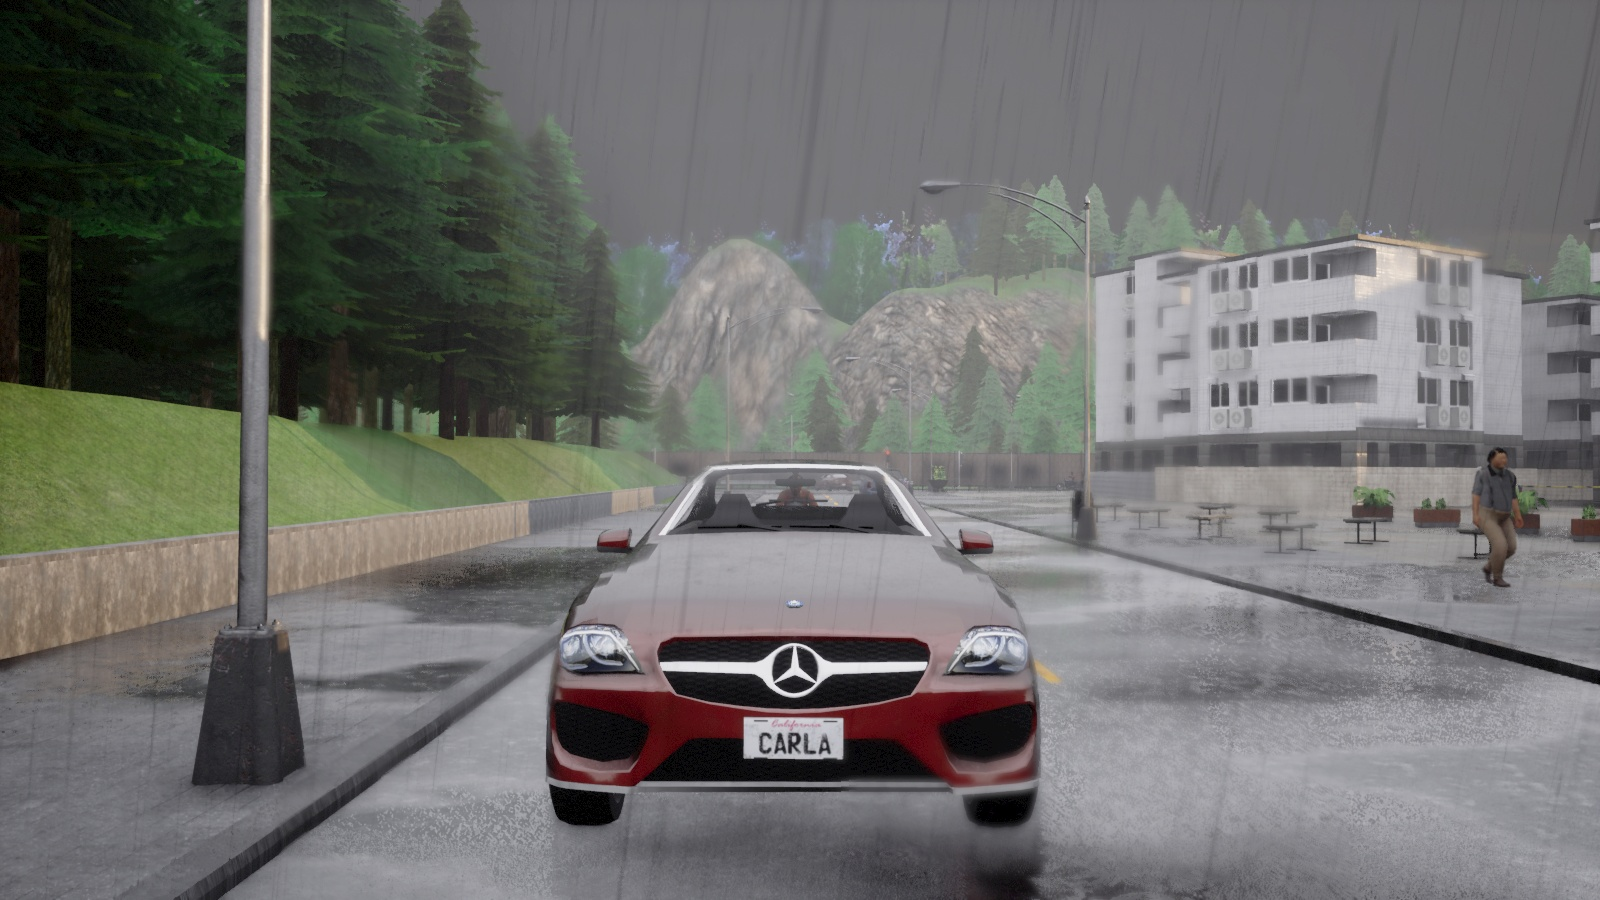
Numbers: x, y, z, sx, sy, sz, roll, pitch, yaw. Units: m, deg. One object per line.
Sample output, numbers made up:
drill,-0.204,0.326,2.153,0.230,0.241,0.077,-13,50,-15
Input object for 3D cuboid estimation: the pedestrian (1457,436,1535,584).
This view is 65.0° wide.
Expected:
pedestrian,8.906,0.758,16.083,0.540,1.848,0.694,0,-1,-8

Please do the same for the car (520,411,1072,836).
car,-0.022,0.718,7.419,2.152,1.651,5.027,0,-1,0
